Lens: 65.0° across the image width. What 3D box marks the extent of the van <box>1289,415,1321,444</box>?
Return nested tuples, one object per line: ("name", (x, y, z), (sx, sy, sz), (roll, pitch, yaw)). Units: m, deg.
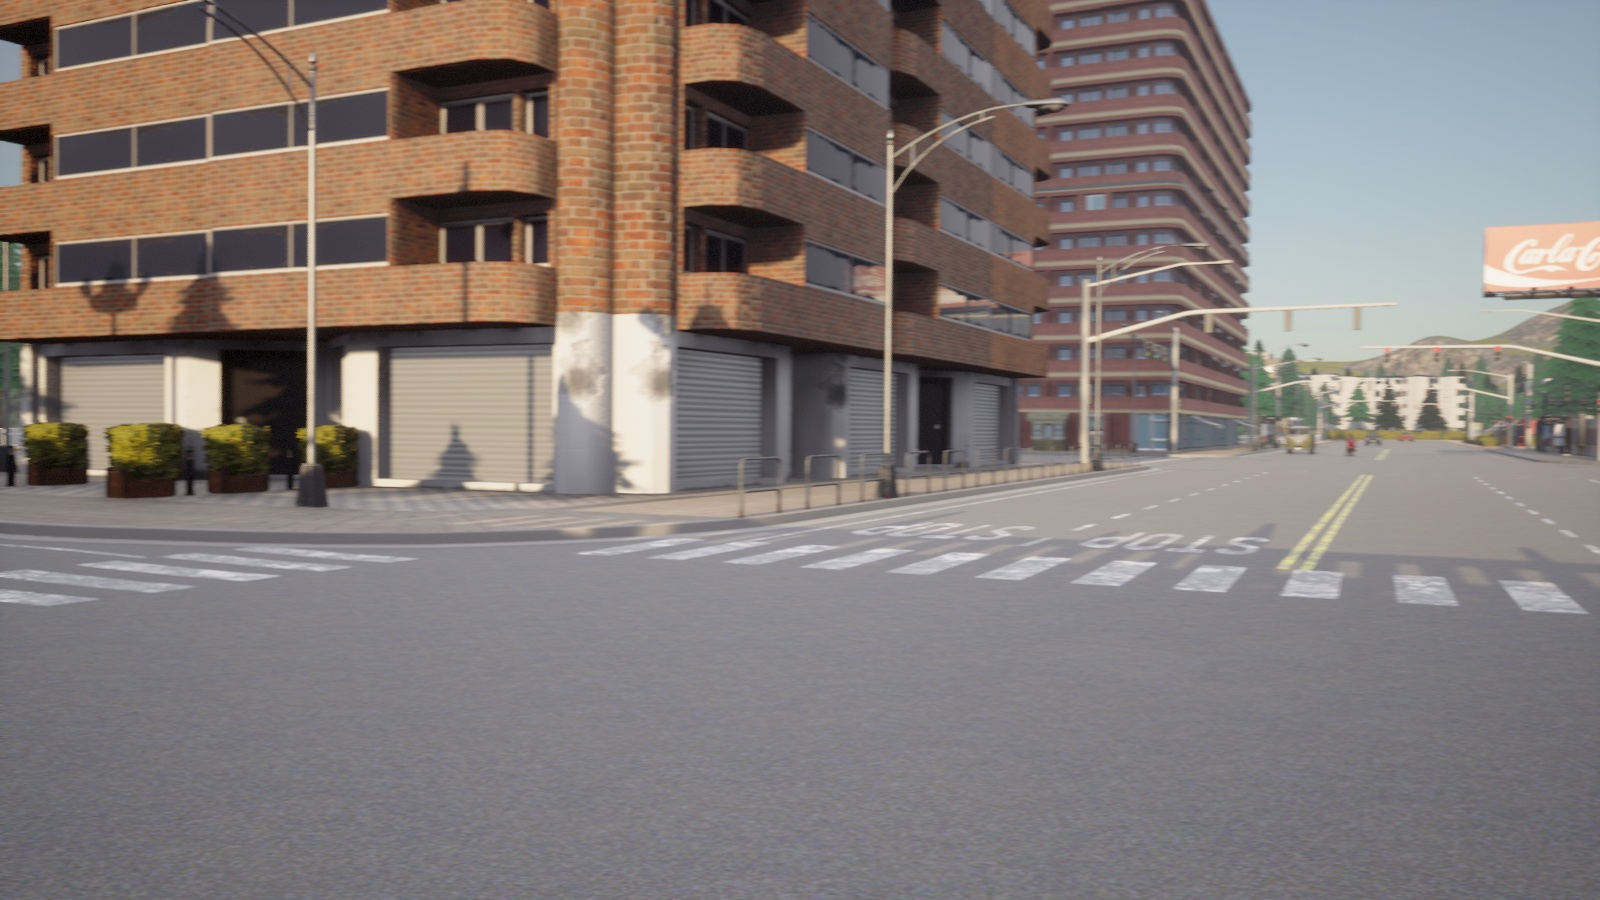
("van", (35.594, -1.461, 88.488), (1.775, 1.987, 4.442), (0, 1, 26))
